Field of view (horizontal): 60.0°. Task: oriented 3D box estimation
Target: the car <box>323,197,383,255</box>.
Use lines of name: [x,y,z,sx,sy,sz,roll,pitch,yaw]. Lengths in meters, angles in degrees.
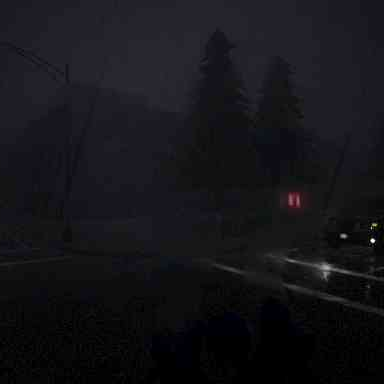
car: [7.729,1.248,13.728,5.566,2.045,2.150,0,0,-37]
